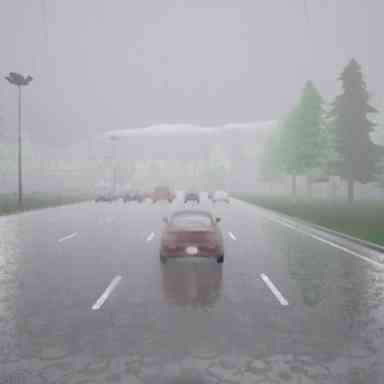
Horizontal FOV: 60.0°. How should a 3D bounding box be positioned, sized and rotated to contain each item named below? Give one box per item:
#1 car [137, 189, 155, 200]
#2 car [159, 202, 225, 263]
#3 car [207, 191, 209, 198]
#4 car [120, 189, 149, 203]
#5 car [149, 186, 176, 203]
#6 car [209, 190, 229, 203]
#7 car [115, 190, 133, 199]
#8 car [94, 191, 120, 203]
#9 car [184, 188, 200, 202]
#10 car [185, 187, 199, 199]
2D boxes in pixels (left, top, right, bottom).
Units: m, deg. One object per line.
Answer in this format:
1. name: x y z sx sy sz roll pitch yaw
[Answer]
1. car: -7.004 0.351 51.455 2.033 1.411 5.357 0 1 0
2. car: -0.002 1.272 10.802 1.812 1.442 4.674 0 1 0
3. car: 3.498 0.349 52.252 1.994 1.385 4.181 0 1 1
4. car: -7.006 0.399 40.965 2.097 1.767 4.553 0 1 0
5. car: -3.506 0.278 40.552 2.150 2.045 5.566 0 1 0
6. car: 3.494 0.575 40.853 1.812 1.442 4.674 0 1 0
7. car: -10.496 0.358 51.887 1.994 1.385 4.181 0 1 0
8. car: -10.506 0.650 40.873 1.895 1.301 4.718 0 1 0
9. car: -0.006 0.557 40.752 1.837 1.490 4.892 0 1 0
10. car: 0.001 0.137 52.248 2.097 1.767 4.553 0 1 0
